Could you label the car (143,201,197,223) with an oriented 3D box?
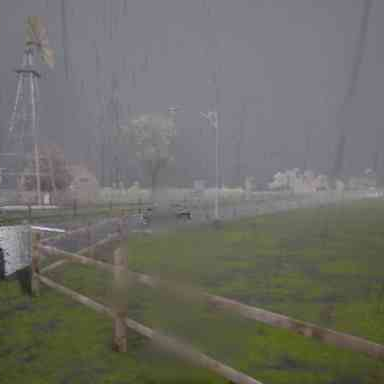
[{"bbox_3d":[-1.548,1.453,24.869,1.837,1.490,4.892,0,1,35],"label":"car"}]
